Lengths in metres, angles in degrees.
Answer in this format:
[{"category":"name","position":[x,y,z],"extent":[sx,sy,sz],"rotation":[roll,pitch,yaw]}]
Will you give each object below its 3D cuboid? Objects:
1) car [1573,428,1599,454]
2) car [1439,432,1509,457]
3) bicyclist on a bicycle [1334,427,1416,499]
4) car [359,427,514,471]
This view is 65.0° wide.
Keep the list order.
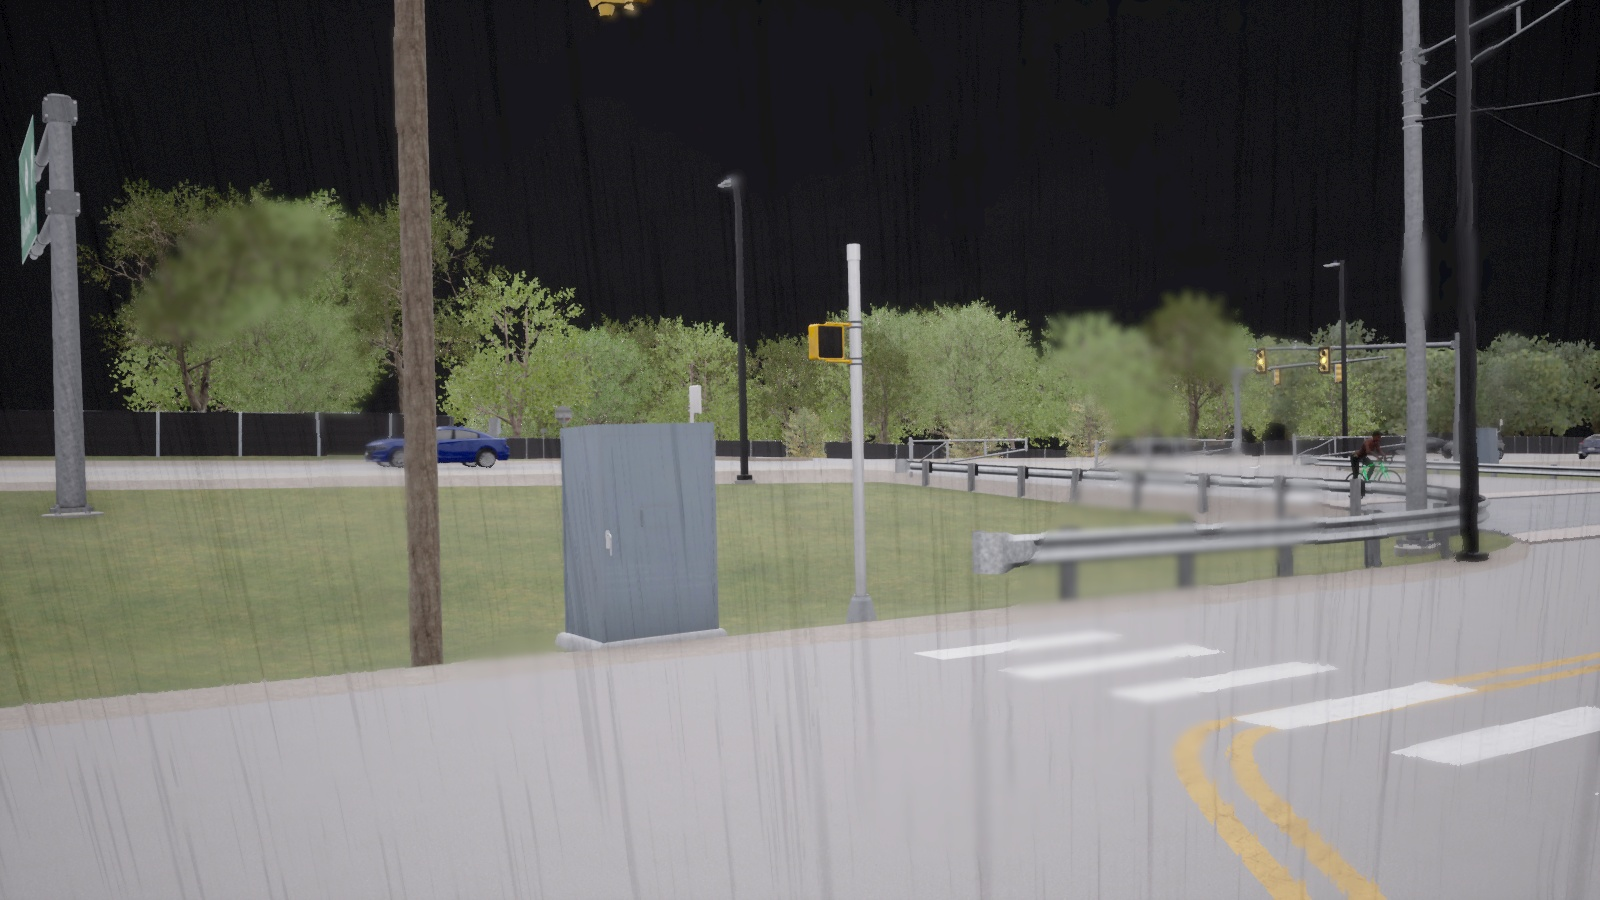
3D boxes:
[{"category":"car","position":[52.586,-0.594,81.541],"extent":[5.027,1.651,2.152],"rotation":[0,0,-34]},{"category":"car","position":[42.323,-0.363,78.793],"extent":[4.514,1.525,2.007],"rotation":[0,0,-34]},{"category":"bicyclist on a bicycle","position":[13.444,0.321,29.412],"extent":[0.582,1.620,1.656],"rotation":[-1,-2,-27]},{"category":"car","position":[-13.080,-0.047,45.315],"extent":[5.008,1.535,1.882],"rotation":[0,0,-34]}]
